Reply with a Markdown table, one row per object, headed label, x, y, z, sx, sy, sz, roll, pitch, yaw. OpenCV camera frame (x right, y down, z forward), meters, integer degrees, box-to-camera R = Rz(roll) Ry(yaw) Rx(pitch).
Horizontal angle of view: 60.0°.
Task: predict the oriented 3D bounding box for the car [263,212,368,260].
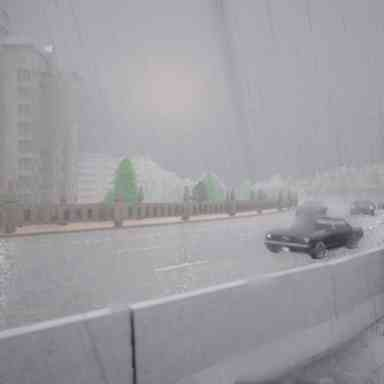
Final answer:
| label | x | y | z | sx | sy | sz | roll | pitch | yaw |
| --- | --- | --- | --- | --- | --- | --- | --- | --- | --- |
| car | 4.792 | 1.646 | 12.802 | 4.718 | 1.301 | 1.895 | 0 | 0 | -43 |

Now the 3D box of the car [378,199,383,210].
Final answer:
| label | x | y | z | sx | sy | sz | roll | pitch | yaw |
| --- | --- | --- | --- | --- | --- | --- | --- | --- | --- |
| car | 28.261 | 1.762 | 48.120 | 1.812 | 1.442 | 4.674 | 0 | -1 | 21 |

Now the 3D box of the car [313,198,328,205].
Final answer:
| label | x | y | z | sx | sy | sz | roll | pitch | yaw |
| --- | --- | --- | --- | --- | --- | --- | --- | --- | --- |
| car | 26.254 | 1.968 | 68.294 | 1.812 | 1.442 | 4.674 | -1 | -1 | 7 |

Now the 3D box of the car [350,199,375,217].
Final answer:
| label | x | y | z | sx | sy | sz | roll | pitch | yaw |
| --- | --- | --- | --- | --- | --- | --- | --- | --- | --- |
| car | 17.472 | 1.516 | 33.968 | 2.097 | 1.767 | 4.553 | 0 | -1 | 30 |

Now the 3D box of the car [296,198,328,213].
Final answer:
| label | x | y | z | sx | sy | sz | roll | pitch | yaw |
| --- | --- | --- | --- | --- | --- | --- | --- | --- | --- |
| car | 11.158 | 1.634 | 30.716 | 1.882 | 1.535 | 5.008 | 0 | 0 | 35 |
